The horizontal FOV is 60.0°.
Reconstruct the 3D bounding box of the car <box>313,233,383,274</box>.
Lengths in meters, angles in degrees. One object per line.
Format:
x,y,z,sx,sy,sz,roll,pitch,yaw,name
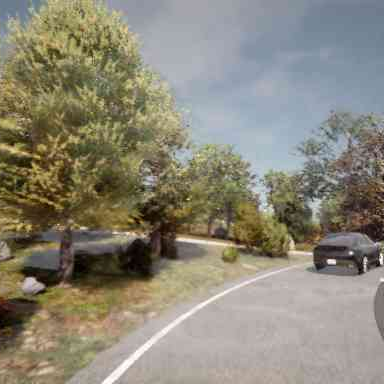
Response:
6.740,2.506,14.208,1.837,1.490,4.892,-4,-7,40,car
